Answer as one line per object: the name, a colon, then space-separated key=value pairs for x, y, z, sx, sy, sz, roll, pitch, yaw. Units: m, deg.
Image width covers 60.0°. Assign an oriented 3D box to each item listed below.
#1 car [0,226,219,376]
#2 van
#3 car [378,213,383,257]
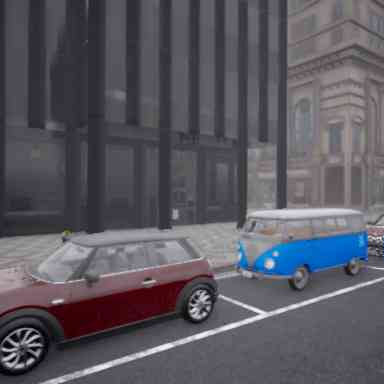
car: x=-1.591 y=1.440 z=5.509 sx=4.097 sy=1.590 sz=1.967 roll=0 pitch=0 yaw=-35
van: x=2.969 y=1.341 z=8.761 sx=3.998 sy=1.788 sz=1.690 roll=0 pitch=0 yaw=-35
car: x=7.530 y=1.440 z=12.014 sx=4.097 sy=1.590 sz=1.967 roll=0 pitch=0 yaw=-35
